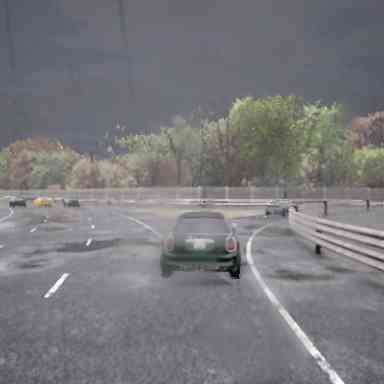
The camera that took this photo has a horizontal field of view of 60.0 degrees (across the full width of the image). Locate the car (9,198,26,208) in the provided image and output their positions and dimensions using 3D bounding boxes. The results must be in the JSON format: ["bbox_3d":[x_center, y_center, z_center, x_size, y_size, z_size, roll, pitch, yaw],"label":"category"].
[{"bbox_3d":[-27.869,1.670,53.057,1.882,1.535,5.008,0,-1,-37],"label":"car"}]

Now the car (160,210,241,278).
[{"bbox_3d":[0.378,1.388,10.484,2.097,1.767,4.553,0,0,5],"label":"car"}]

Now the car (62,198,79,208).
[{"bbox_3d":[-19.405,1.696,53.143,1.837,1.490,4.892,0,0,-34],"label":"car"}]

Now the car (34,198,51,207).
[{"bbox_3d":[-24.307,1.674,54.095,1.882,1.535,5.008,0,-1,-35],"label":"car"}]

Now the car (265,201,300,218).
[{"bbox_3d":[8.542,1.600,31.161,2.128,1.511,4.902,-1,0,37],"label":"car"}]
